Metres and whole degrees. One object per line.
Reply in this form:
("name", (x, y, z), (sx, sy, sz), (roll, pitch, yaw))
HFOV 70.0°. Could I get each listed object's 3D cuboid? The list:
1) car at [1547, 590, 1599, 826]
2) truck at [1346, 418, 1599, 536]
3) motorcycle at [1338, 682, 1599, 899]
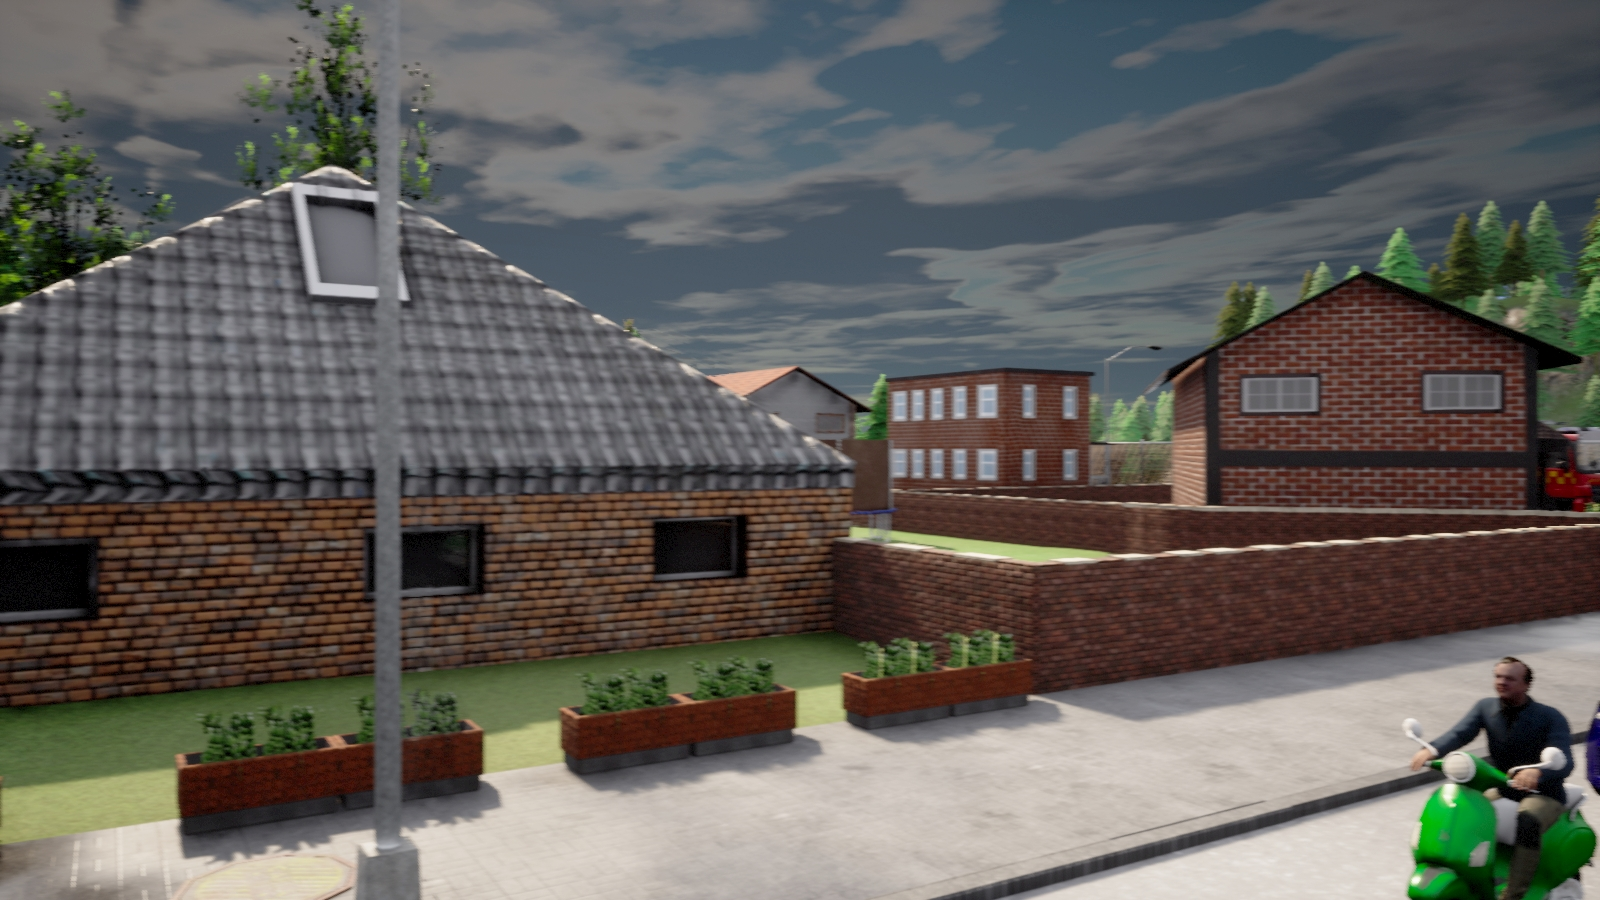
("car", (8.310, 1.964, 9.043), (4.611, 1.667, 2.242), (0, 0, -31))
("truck", (24.647, 0.872, 41.564), (2.891, 3.827, 8.468), (0, 0, -31))
("motorcycle", (3.978, 2.139, 6.447), (1.805, 1.316, 0.856), (0, 0, -31))
